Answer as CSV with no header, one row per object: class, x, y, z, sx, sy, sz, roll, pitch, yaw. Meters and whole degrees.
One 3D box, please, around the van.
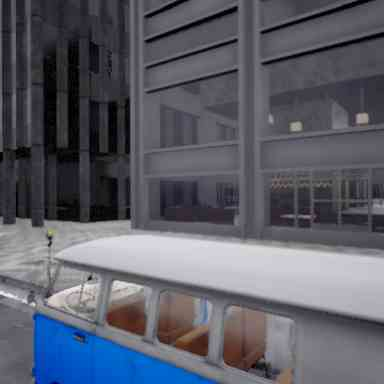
van,0.283,1.348,2.764,3.998,1.788,1.690,0,0,36
